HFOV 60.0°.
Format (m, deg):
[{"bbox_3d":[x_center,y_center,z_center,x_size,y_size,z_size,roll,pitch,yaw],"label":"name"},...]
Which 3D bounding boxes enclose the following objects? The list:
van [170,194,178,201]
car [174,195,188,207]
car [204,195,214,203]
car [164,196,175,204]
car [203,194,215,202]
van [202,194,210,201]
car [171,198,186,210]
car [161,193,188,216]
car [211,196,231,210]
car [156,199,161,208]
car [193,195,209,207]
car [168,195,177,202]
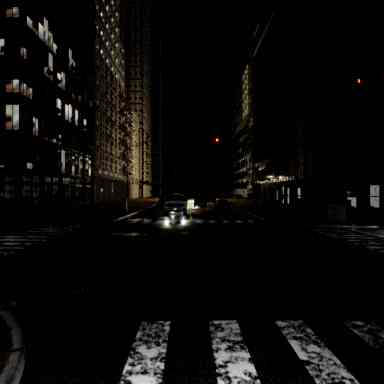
[{"bbox_3d":[-4.417,1.321,80.448,1.690,1.788,3.998,0,0,0],"label":"van"},{"bbox_3d":[-1.739,1.359,53.493,2.097,1.767,4.553,0,0,-1],"label":"car"},{"bbox_3d":[3.544,1.432,69.452,1.967,1.590,4.097,0,0,0],"label":"car"},{"bbox_3d":[-4.295,1.563,63.866,1.947,1.339,4.313,0,0,0],"label":"car"},{"bbox_3d":[3.585,1.313,63.923,2.192,1.841,5.009,0,0,0],"label":"car"},{"bbox_3d":[3.463,1.321,80.506,1.690,1.788,3.998,0,0,0],"label":"van"},{"bbox_3d":[-1.675,1.538,43.576,1.812,1.442,4.674,0,0,0],"label":"car"},{"bbox_3d":[-1.604,1.239,33.749,2.150,2.045,5.566,0,0,0],"label":"car"},{"bbox_3d":[3.797,1.579,41.815,1.947,1.339,4.313,0,0,0],"label":"car"},{"bbox_3d":[-4.173,1.592,47.283,1.802,1.307,4.206,0,0,0],"label":"car"},{"bbox_3d":[1.214,1.534,50.605,1.812,1.442,4.674,0,0,0],"label":"car"},{"bbox_3d":[-4.377,1.426,74.921,1.967,1.590,4.097,0,0,0],"label":"car"}]
